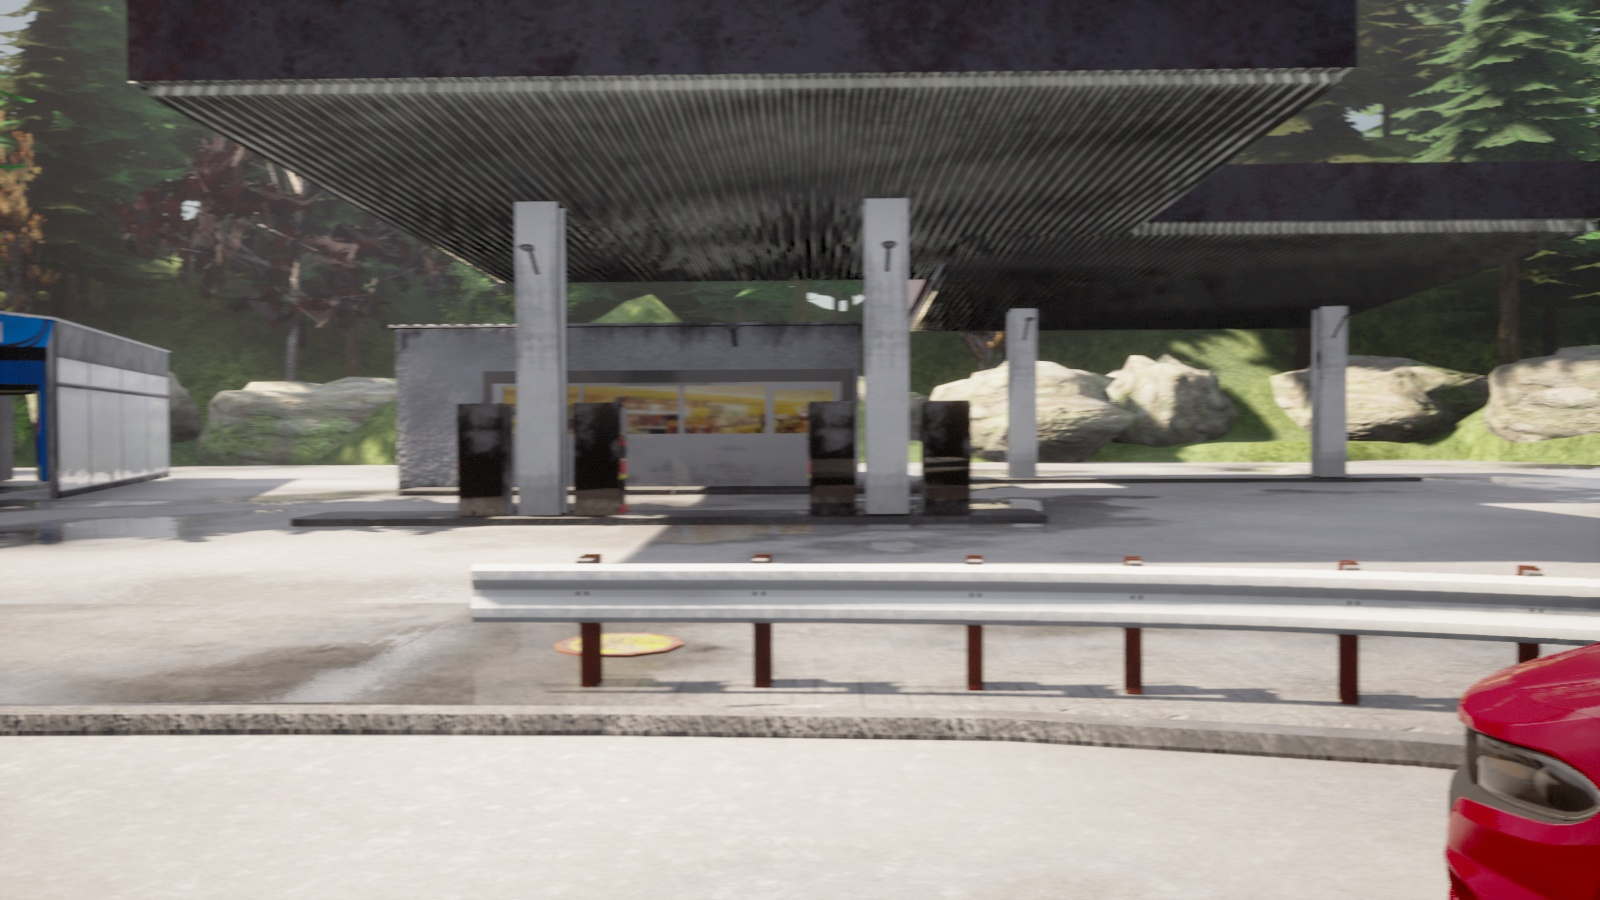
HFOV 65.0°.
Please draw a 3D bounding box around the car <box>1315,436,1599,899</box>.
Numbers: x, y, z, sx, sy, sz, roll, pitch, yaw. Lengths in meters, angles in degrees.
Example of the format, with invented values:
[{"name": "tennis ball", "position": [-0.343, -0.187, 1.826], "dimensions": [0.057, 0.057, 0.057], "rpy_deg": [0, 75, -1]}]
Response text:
[{"name": "car", "position": [3.762, 0.765, 2.117], "dimensions": [5.008, 1.535, 1.882], "rpy_deg": [1, 1, 41]}]
